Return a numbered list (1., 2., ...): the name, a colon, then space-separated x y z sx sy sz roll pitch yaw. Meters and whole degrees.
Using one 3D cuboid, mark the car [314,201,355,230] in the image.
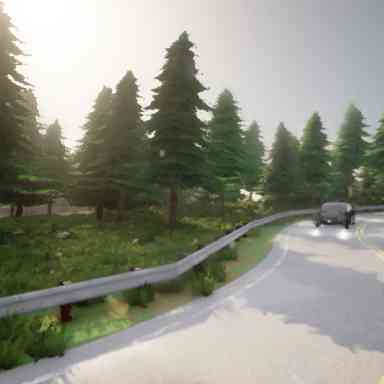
1. car: 8.750 1.342 20.250 1.837 1.490 4.892 0 0 32
